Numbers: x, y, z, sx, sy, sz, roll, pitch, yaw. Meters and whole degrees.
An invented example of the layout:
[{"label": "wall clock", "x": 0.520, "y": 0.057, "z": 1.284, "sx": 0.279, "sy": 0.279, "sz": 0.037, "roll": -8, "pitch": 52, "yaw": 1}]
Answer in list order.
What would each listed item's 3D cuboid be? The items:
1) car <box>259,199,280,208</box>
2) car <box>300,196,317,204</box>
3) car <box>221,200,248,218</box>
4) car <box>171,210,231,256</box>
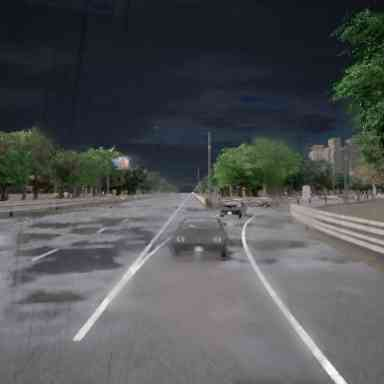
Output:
[{"label": "car", "x": 11.028, "y": 1.572, "z": 46.851, "sx": 1.895, "sy": 1.301, "sz": 4.718, "roll": 0, "pitch": 0, "yaw": 29}, {"label": "car", "x": 21.627, "y": 1.434, "z": 61.615, "sx": 2.128, "sy": 1.511, "sz": 4.902, "roll": 0, "pitch": 0, "yaw": 42}, {"label": "car", "x": 3.847, "y": 1.494, "z": 29.977, "sx": 1.837, "sy": 1.490, "sz": 4.892, "roll": -1, "pitch": 0, "yaw": 17}, {"label": "car", "x": 0.439, "y": 1.596, "z": 13.152, "sx": 1.895, "sy": 1.301, "sz": 4.718, "roll": 0, "pitch": 0, "yaw": 5}]
